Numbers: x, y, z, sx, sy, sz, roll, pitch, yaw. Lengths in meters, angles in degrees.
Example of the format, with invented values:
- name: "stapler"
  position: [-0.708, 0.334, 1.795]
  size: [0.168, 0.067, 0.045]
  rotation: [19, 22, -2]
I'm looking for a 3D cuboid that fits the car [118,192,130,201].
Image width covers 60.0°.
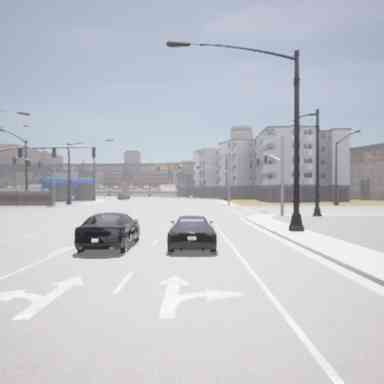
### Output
- name: "car"
  position: [-16.730, 1.041, 81.586]
  size: [2.150, 2.045, 5.566]
  rotation: [0, 1, -23]

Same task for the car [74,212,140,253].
- name: "car"
  position: [-3.496, 1.609, 14.472]
  size: [1.882, 1.535, 5.008]
  rotation: [0, 0, 0]

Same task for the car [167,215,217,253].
- name: "car"
  position: [0.005, 1.694, 14.307]
  size: [1.994, 1.385, 4.181]
  rotation: [0, 0, 0]
